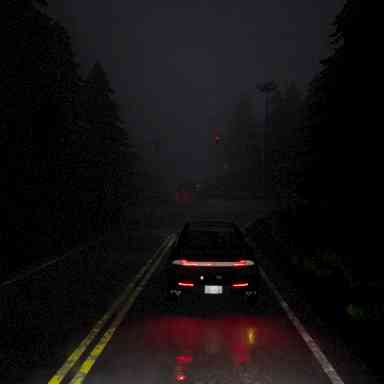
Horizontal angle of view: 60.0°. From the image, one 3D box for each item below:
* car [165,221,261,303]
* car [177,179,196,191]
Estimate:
[{"bbox_3d":[0.448,1.466,8.175,2.128,1.511,4.902,0,0,2],"label":"car"},{"bbox_3d":[-0.700,-1.070,45.224,1.812,1.442,4.674,1,9,14],"label":"car"}]
